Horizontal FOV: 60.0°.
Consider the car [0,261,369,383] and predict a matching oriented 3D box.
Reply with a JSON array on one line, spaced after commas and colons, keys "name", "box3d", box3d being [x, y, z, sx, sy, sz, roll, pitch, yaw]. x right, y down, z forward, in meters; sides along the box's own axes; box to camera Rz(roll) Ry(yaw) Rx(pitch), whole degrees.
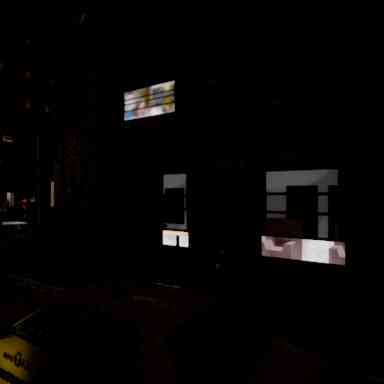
[{"name": "car", "box3d": [-0.825, 1.525, 3.444, 4.829, 1.417, 1.752, 0, 0, 35]}]

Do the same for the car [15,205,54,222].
[{"name": "car", "box3d": [-13.096, 1.910, 29.916, 1.994, 1.385, 4.181, 0, -1, 35]}]

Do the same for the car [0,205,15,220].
[{"name": "car", "box3d": [-16.721, 1.830, 29.250, 1.752, 1.417, 4.829, -1, -2, 35]}]
